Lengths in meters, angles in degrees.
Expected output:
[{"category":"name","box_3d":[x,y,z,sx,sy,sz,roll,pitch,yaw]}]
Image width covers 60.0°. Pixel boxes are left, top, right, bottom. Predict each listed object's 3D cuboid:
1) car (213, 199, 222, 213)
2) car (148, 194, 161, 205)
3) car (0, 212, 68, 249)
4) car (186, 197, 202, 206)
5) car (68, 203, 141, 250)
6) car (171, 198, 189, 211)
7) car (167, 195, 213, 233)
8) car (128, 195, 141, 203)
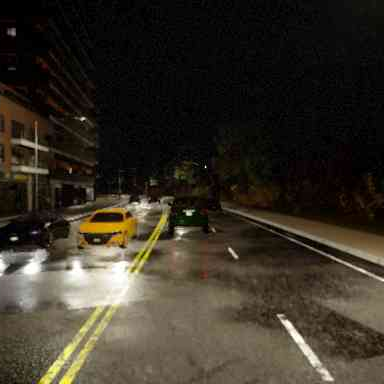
[{"category":"car","box_3d":[2.037,1.448,36.425,1.882,1.535,5.008,0,0,-4]},{"category":"car","box_3d":[-6.443,1.145,56.597,2.097,1.767,4.553,0,0,-7]},{"category":"car","box_3d":[-6.817,1.588,14.636,1.994,1.385,4.181,0,0,-2]},{"category":"car","box_3d":[0.329,1.504,54.540,2.033,1.411,5.357,0,0,-6]},{"category":"car","box_3d":[-3.565,1.488,14.695,1.882,1.535,5.008,0,0,-2]},{"category":"car","box_3d":[-1.623,1.527,42.202,2.033,1.411,5.357,0,0,-5]},{"category":"car","box_3d":[-0.258,1.216,19.623,2.150,2.045,5.566,0,0,-2]},{"category":"car","box_3d":[-9.668,1.282,56.198,1.882,1.535,5.008,0,0,-7]}]
